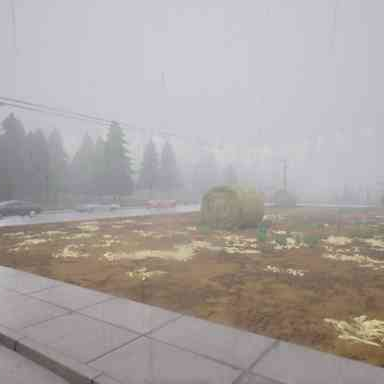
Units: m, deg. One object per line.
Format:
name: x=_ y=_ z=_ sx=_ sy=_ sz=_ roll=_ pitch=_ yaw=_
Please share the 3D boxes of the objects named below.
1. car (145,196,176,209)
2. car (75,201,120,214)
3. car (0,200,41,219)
car: x=-4.213 y=1.372 z=44.728 sx=2.097 sy=1.767 sz=4.553 roll=0 pitch=0 yaw=37
car: x=-10.307 y=1.621 z=36.536 sx=1.895 sy=1.301 sz=4.718 roll=0 pitch=0 yaw=37
car: x=-15.790 y=1.525 z=29.147 sx=1.837 sy=1.490 sz=4.892 roll=0 pitch=0 yaw=37
